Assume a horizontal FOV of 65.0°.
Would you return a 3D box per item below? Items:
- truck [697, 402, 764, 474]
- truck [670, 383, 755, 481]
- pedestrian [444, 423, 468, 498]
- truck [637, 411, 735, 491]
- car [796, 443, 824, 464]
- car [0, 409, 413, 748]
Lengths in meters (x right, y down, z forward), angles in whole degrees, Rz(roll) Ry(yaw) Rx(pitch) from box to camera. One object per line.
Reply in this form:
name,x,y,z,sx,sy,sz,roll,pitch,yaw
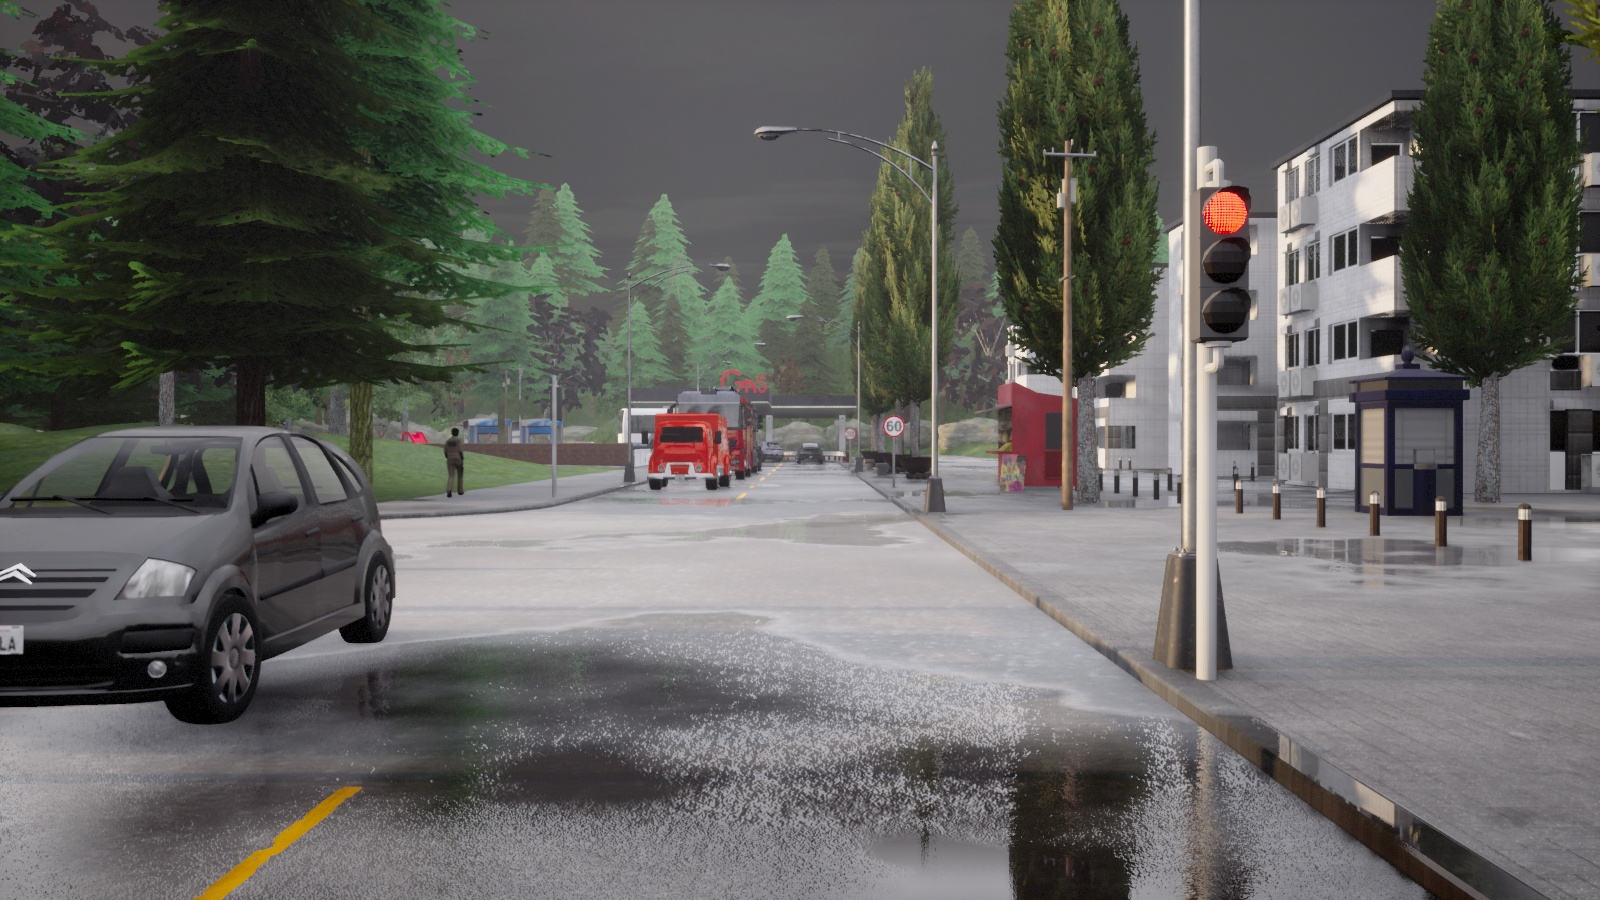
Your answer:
truck,-3.469,-0.603,64.590,2.891,3.462,7.936,0,0,1
truck,-3.575,-0.721,53.228,2.891,3.827,8.468,0,0,1
pedestrian,-8.888,0.266,32.448,0.396,1.930,0.692,0,0,4
truck,-3.652,0.024,41.332,2.627,2.467,5.204,0,0,1
car,0.689,0.238,91.209,1.837,1.490,4.892,0,0,-2
car,-3.923,0.595,7.976,1.851,1.617,3.988,0,0,-2
